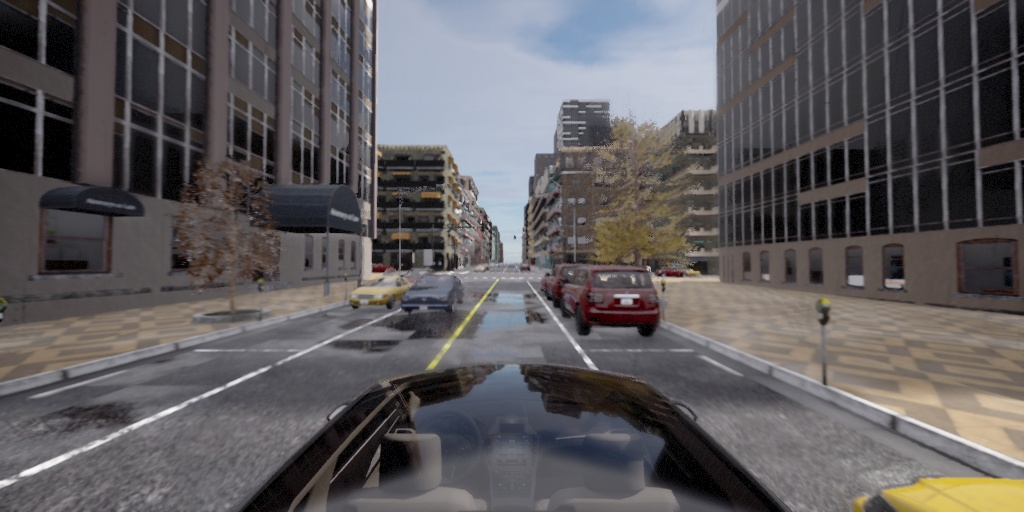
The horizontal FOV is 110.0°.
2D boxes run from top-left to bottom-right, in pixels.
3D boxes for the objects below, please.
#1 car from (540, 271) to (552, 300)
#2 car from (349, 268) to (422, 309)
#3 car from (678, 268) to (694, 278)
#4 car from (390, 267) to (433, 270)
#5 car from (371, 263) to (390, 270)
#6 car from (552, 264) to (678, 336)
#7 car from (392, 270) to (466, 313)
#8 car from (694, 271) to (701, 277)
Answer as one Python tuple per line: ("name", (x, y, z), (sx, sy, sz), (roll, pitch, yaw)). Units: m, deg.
("car", (2.687, 1.271, 16.364), (2.192, 1.841, 5.009), (0, 0, 0))
("car", (-5.693, 1.482, 16.193), (1.751, 1.417, 4.829), (0, 0, 0))
("car", (20.821, 2.131, 46.628), (4.097, 1.591, 1.967), (0, 0, 0))
("car", (-5.695, 1.475, 21.922), (1.967, 1.591, 4.097), (0, 0, 0))
("car", (-17.276, 1.639, 46.303), (4.507, 1.381, 1.888), (0, 0, 0))
("car", (2.689, 1.193, 10.805), (2.192, 1.841, 5.009), (0, 0, 0))
("car", (-3.105, 1.489, 15.269), (2.033, 1.411, 5.357), (0, -1, 0))
("car", (26.230, 2.501, 54.982), (4.829, 1.417, 1.751), (0, 0, 0))
